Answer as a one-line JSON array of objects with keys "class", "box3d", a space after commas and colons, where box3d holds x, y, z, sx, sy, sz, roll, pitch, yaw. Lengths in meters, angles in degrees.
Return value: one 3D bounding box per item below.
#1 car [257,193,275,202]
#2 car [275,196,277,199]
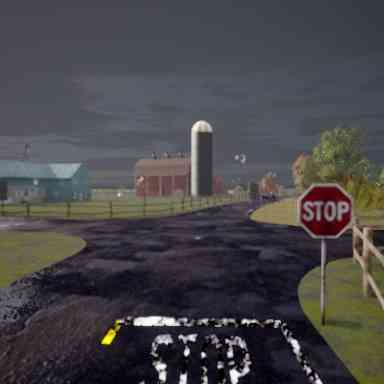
[{"class": "car", "box3d": [14.167, 1.132, 63.966, 2.128, 1.511, 4.902, 0, 0, 19]}, {"class": "car", "box3d": [17.590, 1.002, 73.810, 1.994, 1.385, 4.181, 0, 0, 19]}]
